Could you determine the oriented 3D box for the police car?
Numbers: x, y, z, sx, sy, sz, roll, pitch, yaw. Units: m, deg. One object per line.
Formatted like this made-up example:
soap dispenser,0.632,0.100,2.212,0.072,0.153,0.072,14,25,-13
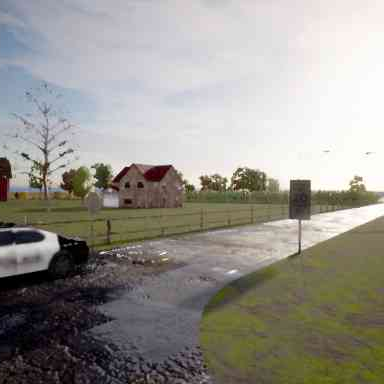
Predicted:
police car,-5.096,1.552,8.229,2.038,1.542,4.974,0,-1,35
